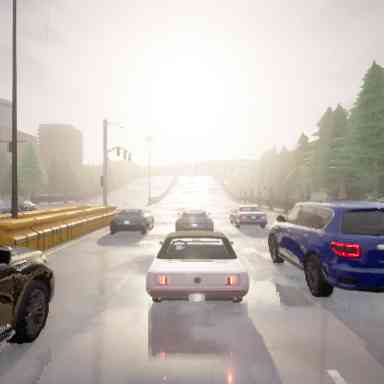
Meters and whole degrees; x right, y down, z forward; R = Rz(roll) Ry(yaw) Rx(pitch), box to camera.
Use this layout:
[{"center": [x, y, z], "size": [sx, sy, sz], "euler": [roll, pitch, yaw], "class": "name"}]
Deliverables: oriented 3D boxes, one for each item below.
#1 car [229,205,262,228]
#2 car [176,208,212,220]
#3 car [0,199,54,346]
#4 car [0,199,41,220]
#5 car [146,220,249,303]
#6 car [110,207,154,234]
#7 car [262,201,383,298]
[{"center": [3.626, 1.547, 22.022], "size": [2.033, 1.411, 5.357], "euler": [0, 0, 0], "class": "car"}, {"center": [0.124, 1.564, 18.019], "size": [1.994, 1.385, 4.181], "euler": [0, 0, 0], "class": "car"}, {"center": [-3.397, 1.225, 3.248], "size": [2.150, 2.045, 5.566], "euler": [0, 0, 0], "class": "car"}, {"center": [-13.967, 1.330, 26.482], "size": [1.812, 1.442, 4.674], "euler": [0, 0, 0], "class": "car"}, {"center": [0.109, 1.601, 8.169], "size": [1.895, 1.301, 4.718], "euler": [0, 0, 0], "class": "car"}, {"center": [-3.376, 1.563, 19.250], "size": [1.994, 1.385, 4.181], "euler": [0, 0, 0], "class": "car"}, {"center": [3.620, 1.223, 8.655], "size": [2.150, 2.045, 5.566], "euler": [0, 0, -1], "class": "car"}]
